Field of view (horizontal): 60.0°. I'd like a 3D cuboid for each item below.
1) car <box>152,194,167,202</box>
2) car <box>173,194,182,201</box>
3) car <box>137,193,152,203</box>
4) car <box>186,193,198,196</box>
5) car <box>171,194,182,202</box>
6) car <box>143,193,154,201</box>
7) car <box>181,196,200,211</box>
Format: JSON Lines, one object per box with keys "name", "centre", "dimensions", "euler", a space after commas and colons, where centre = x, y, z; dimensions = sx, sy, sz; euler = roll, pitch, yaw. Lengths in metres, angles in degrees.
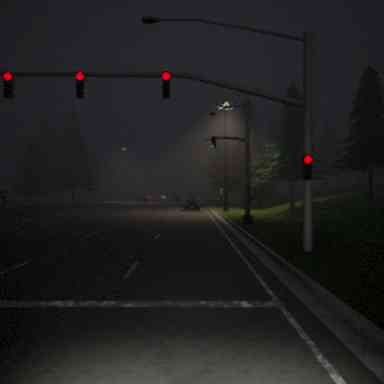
{"name": "car", "centre": [-7.022, 1.552, 71.372], "dimensions": [1.895, 1.301, 4.718], "euler": [0, 0, 0]}
{"name": "car", "centre": [-3.525, 1.270, 81.346], "dimensions": [1.882, 1.535, 5.008], "euler": [0, 0, 0]}
{"name": "car", "centre": [-10.522, 1.496, 70.924], "dimensions": [2.033, 1.411, 5.357], "euler": [0, 0, 0]}
{"name": "car", "centre": [-0.022, 1.182, 70.957], "dimensions": [2.150, 2.045, 5.566], "euler": [0, 0, 0]}
{"name": "car", "centre": [-3.522, 1.510, 71.343], "dimensions": [1.994, 1.385, 4.181], "euler": [0, 0, 0]}
{"name": "car", "centre": [-10.525, 1.147, 81.314], "dimensions": [2.097, 1.767, 4.553], "euler": [0, 0, 0]}
{"name": "car", "centre": [-0.012, 1.506, 40.314], "dimensions": [1.812, 1.442, 4.674], "euler": [0, 0, 0]}
